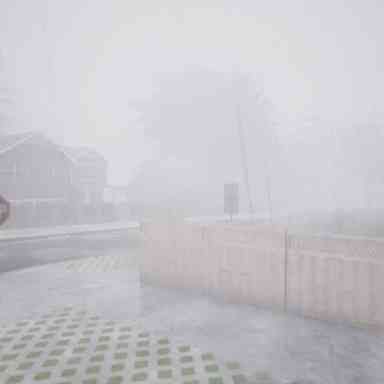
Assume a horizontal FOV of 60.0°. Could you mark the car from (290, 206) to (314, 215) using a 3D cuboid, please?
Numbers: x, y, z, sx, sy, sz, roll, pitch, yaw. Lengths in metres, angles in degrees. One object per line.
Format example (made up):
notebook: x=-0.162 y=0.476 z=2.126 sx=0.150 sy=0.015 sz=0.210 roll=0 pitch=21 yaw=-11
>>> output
car: x=15.288 y=2.629 z=45.949 sx=2.033 sy=1.411 sz=5.357 roll=1 pitch=-1 yaw=36
